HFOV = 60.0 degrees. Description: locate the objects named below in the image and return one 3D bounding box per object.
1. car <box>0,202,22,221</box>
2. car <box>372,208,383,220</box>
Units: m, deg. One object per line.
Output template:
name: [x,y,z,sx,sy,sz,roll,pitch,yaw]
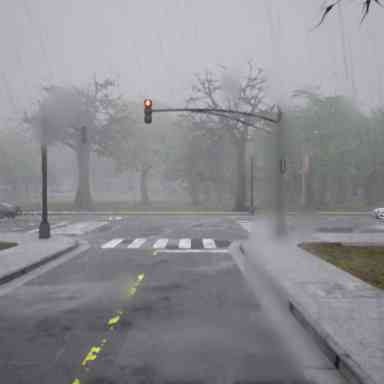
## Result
car: [-16.039,1.492,26.405,4.674,1.442,1.812,0,0,0]
car: [16.765,1.534,26.338,4.674,1.442,1.812,0,0,0]
